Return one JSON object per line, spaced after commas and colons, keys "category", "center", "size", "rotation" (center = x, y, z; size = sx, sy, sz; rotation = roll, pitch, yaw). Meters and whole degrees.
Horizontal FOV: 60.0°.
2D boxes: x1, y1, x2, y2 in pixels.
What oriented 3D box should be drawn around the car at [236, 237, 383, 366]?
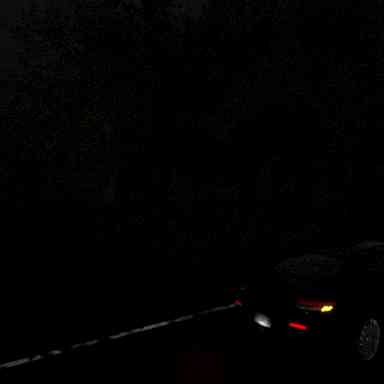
{"category": "car", "center": [2.814, 1.524, 5.753], "size": [4.674, 1.442, 1.812], "rotation": [0, 0, -35]}
